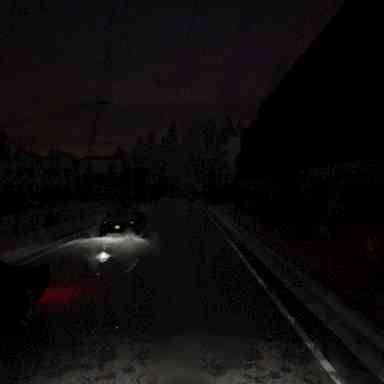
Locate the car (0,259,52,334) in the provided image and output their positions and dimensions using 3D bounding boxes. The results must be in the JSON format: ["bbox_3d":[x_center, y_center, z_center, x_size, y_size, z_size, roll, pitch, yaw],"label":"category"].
[{"bbox_3d":[-3.613,1.595,4.164,1.895,1.301,4.718,0,0,0],"label":"car"}]

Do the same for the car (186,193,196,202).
[{"bbox_3d":[-0.283,1.195,69.716,2.097,1.767,4.553,0,0,0],"label":"car"}]

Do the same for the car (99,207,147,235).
[{"bbox_3d":[-3.655,1.525,18.292,1.994,1.385,4.181,0,0,0],"label":"car"}]

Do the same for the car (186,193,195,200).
[{"bbox_3d":[-0.324,1.057,79.773,2.097,1.767,4.553,0,0,0],"label":"car"}]

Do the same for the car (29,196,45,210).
[{"bbox_3d":[-18.134,1.183,36.101,3.806,1.475,1.970,0,0,0],"label":"car"}]

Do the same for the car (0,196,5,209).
[{"bbox_3d":[-25.198,1.248,39.734,4.514,1.523,2.007,0,0,0],"label":"car"}]

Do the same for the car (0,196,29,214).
[{"bbox_3d":[-17.783,1.119,29.684,5.027,1.636,2.152,0,0,0],"label":"car"}]
